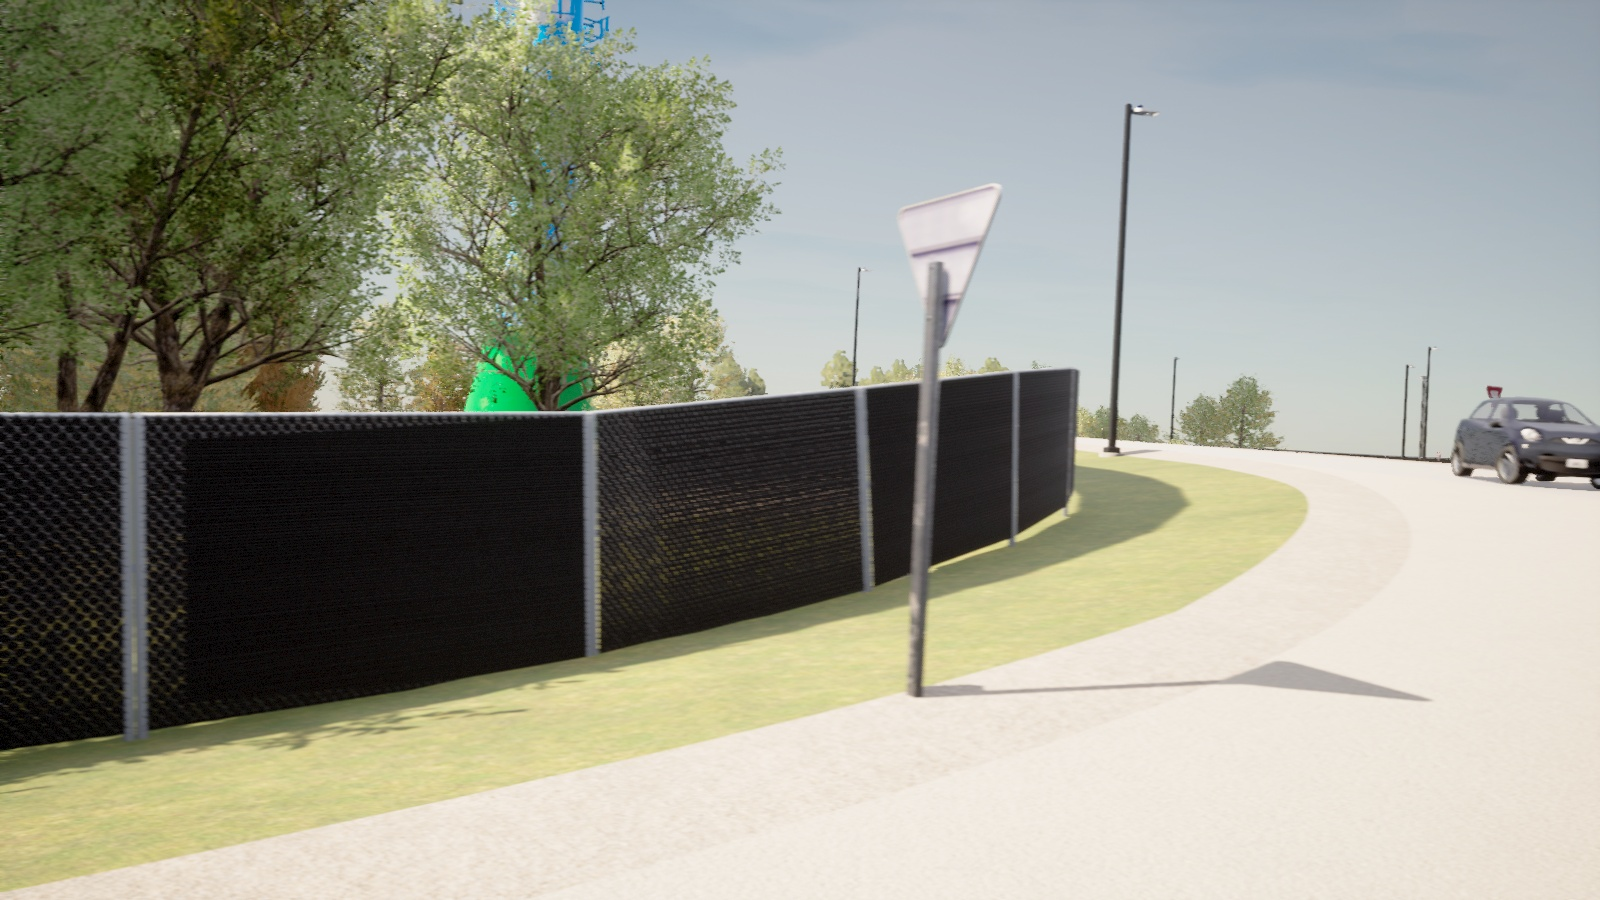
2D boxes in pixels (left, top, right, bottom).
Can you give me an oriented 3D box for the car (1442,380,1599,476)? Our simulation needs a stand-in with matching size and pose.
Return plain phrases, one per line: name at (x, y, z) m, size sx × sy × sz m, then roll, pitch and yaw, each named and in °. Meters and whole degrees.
car at (12.785, -0.407, 21.828) m, size 1.845 × 1.501 × 3.633 m, roll 2°, pitch 2°, yaw 10°
